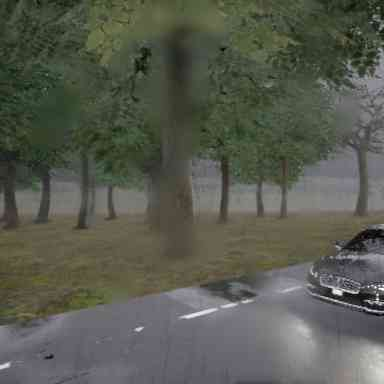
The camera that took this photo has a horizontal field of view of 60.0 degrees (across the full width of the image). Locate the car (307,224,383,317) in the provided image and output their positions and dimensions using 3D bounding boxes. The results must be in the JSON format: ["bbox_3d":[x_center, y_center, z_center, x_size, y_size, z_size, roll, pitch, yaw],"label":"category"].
[{"bbox_3d":[4.511,1.491,7.211,4.892,1.490,1.837,0,0,-35],"label":"car"}]
